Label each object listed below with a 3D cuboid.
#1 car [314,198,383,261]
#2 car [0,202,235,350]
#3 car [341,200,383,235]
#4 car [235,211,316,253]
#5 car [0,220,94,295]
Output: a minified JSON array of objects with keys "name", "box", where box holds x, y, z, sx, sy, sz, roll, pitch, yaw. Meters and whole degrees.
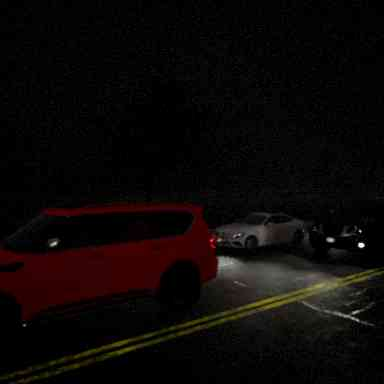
[{"name":"car","box":[6.851,1.256,12.792,5.566,2.045,2.150,0,0,-37]},{"name":"car","box":[-2.028,1.242,6.250,5.566,2.045,2.150,0,0,-36]},{"name":"car","box":[11.170,1.409,19.969,4.553,1.767,2.097,0,0,-36]},{"name":"car","box":[2.938,1.564,13.943,4.674,1.442,1.812,0,0,-36]},{"name":"car","box":[-5.298,1.573,7.876,5.357,1.411,2.033,0,0,-36]}]
